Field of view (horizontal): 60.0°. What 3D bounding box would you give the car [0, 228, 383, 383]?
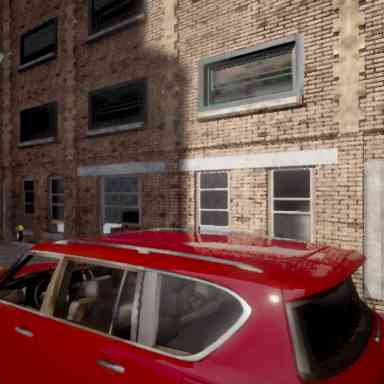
[{"bbox_3d":[-0.717,1.314,3.388,5.009,1.841,2.192,0,0,35],"label":"car"}]
